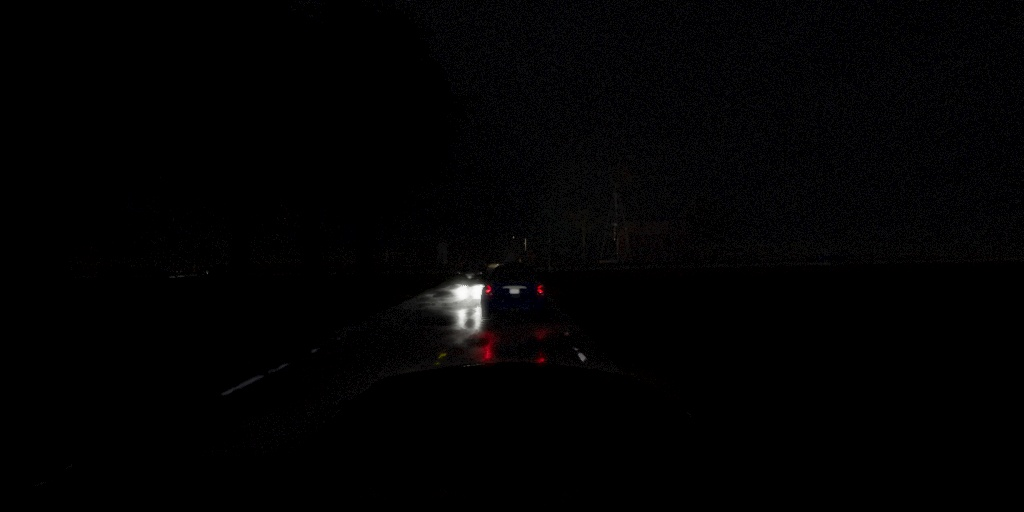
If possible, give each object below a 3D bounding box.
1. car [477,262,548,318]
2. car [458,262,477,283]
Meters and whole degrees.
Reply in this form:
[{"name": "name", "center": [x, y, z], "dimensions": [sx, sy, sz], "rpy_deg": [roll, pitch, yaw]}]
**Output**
[{"name": "car", "center": [0.082, 1.064, 12.891], "dimensions": [2.097, 1.767, 4.553], "rpy_deg": [0, 0, 0]}, {"name": "car", "center": [-2.836, 1.173, 26.596], "dimensions": [2.128, 1.511, 4.902], "rpy_deg": [0, 0, 0]}]
